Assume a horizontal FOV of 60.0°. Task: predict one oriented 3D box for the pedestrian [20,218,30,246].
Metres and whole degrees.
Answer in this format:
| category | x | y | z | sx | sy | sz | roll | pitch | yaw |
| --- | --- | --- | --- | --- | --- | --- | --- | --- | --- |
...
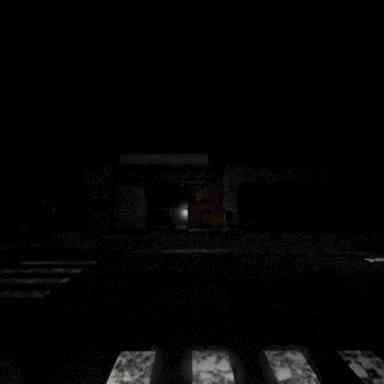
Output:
| category | x | y | z | sx | sy | sz | roll | pitch | yaw |
| --- | --- | --- | --- | --- | --- | --- | --- | --- | --- |
| pedestrian | -6.844 | 1.654 | 13.648 | 0.500 | 1.100 | 0.500 | 0 | 0 | 0 |
